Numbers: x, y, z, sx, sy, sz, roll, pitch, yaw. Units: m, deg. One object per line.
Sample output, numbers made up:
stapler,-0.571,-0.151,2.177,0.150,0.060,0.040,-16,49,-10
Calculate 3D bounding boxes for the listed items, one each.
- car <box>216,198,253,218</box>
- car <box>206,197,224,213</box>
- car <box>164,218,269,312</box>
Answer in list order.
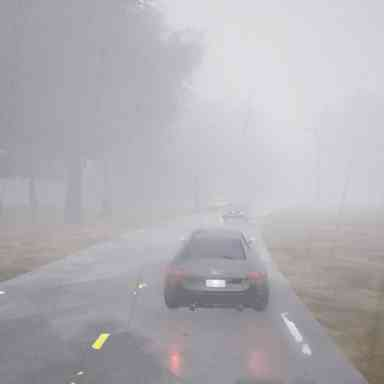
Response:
car,3.487,1.425,25.178,2.033,1.411,5.357,0,0,15
car,2.854,1.299,33.789,1.882,1.535,5.008,-1,0,20
car,0.584,1.550,7.786,1.994,1.385,4.181,0,0,5
